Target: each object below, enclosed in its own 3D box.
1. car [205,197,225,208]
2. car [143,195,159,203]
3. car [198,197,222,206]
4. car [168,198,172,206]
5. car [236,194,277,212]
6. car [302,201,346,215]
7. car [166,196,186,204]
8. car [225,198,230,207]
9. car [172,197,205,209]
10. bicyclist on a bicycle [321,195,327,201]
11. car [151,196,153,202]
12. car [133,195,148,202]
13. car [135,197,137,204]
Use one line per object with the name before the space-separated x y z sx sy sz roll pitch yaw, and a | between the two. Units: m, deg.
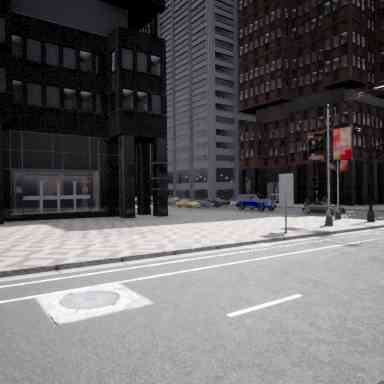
car | 2.460 1.695 49.697 1.994 1.385 4.181 -1 0 -35
car | -9.501 1.598 76.492 1.967 1.590 4.097 -1 1 -36
car | 3.117 1.615 58.837 1.887 1.381 4.507 -1 1 -36
car | -3.299 1.732 57.815 1.994 1.385 4.181 -1 0 -35
car | 8.006 1.319 41.909 2.150 2.045 5.566 -1 0 -36
car | 13.510 1.628 34.221 1.994 1.385 4.181 -1 0 -36
car | -3.290 1.639 67.803 1.752 1.417 4.829 -1 1 -36
car | 3.927 1.593 53.126 1.837 1.490 4.892 -1 0 -36
car | -0.570 1.702 49.333 1.752 1.417 4.829 -1 1 -36
bicyclist on a bicycle | 17.393 1.255 43.789 1.656 1.620 0.582 -1 1 -36
car | -5.868 1.704 66.802 2.033 1.411 5.357 -1 0 -35
car | -12.655 1.622 80.906 1.967 1.590 4.097 -1 1 -36
car | -10.131 1.822 62.717 1.802 1.307 4.206 -1 1 -36
